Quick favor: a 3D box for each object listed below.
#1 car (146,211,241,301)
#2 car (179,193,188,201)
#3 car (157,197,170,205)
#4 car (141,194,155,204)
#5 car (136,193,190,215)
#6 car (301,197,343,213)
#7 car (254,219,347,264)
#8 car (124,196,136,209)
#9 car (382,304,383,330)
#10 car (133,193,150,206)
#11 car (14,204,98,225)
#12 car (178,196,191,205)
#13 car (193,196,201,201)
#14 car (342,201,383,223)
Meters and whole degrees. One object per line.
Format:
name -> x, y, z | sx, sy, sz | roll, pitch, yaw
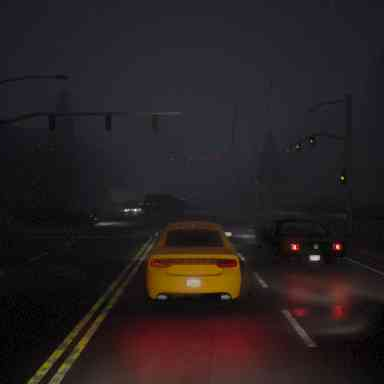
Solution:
car -> 0.034, 1.478, 8.429 | 1.882, 1.535, 5.008 | 0, 0, 0
car -> -2.106, 1.225, 84.798 | 2.150, 2.045, 5.566 | 0, 0, -1
car -> -5.027, 1.564, 59.730 | 1.994, 1.385, 4.181 | 0, 0, -1
car -> -8.640, 1.352, 65.508 | 2.097, 1.767, 4.553 | 0, 0, -1
car -> -2.685, 1.221, 33.300 | 2.150, 2.045, 5.566 | 1, 1, 33
car -> 14.084, 1.352, 35.517 | 4.553, 1.767, 2.097 | 0, 0, -2
car -> 3.502, 1.601, 11.753 | 1.895, 1.301, 4.718 | 0, 0, -1
car -> -8.207, 1.564, 46.388 | 1.994, 1.385, 4.181 | 0, 0, -1
car -> 3.598, 1.478, 2.663 | 1.882, 1.535, 5.008 | 0, 0, 0
car -> -8.439, 1.221, 55.708 | 2.150, 2.045, 5.566 | 0, 0, -1
car -> -9.493, 1.548, 23.493 | 5.357, 1.411, 2.033 | 0, 0, -2
car -> -1.391, 1.491, 61.051 | 2.128, 1.511, 4.902 | 0, 0, -1
car -> 1.308, 1.595, 88.165 | 1.895, 1.301, 4.718 | 0, 0, -1
car -> 13.946, 1.564, 24.788 | 4.181, 1.385, 1.994 | 0, 0, -2
